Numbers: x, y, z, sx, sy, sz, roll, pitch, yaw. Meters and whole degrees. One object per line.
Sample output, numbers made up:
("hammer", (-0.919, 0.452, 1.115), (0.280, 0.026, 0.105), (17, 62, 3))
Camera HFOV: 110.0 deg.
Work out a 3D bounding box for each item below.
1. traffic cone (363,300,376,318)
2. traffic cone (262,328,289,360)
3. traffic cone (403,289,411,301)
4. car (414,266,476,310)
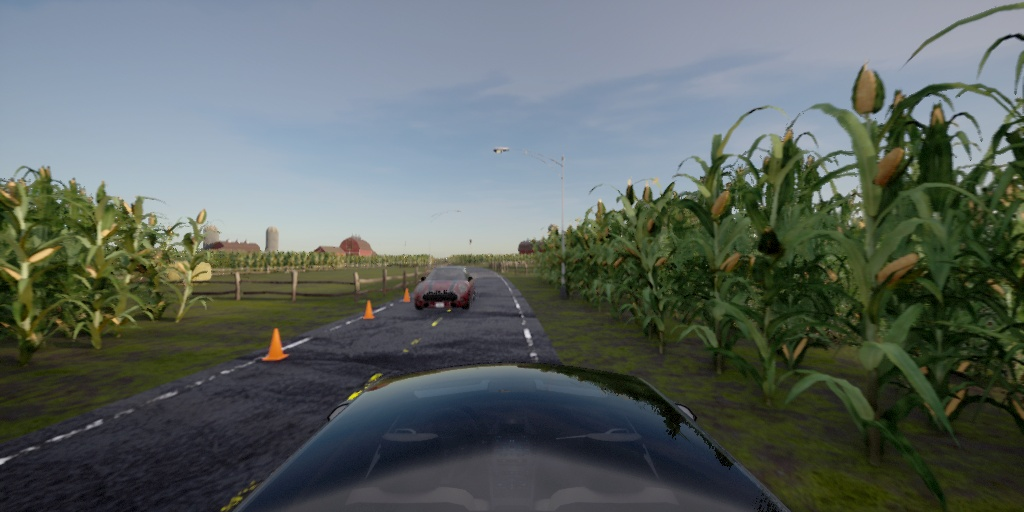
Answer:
("traffic cone", (-4.875, 1.811, 12.214), (0.340, 0.580, 0.340), (0, 0, -2))
("traffic cone", (-4.769, 1.761, 7.244), (0.340, 0.580, 0.340), (0, 0, -1))
("traffic cone", (-5.039, 1.861, 17.183), (0.340, 0.580, 0.340), (0, 0, -2))
("car", (-2.727, 1.240, 15.432), (2.097, 1.767, 4.553), (0, -1, -2))
